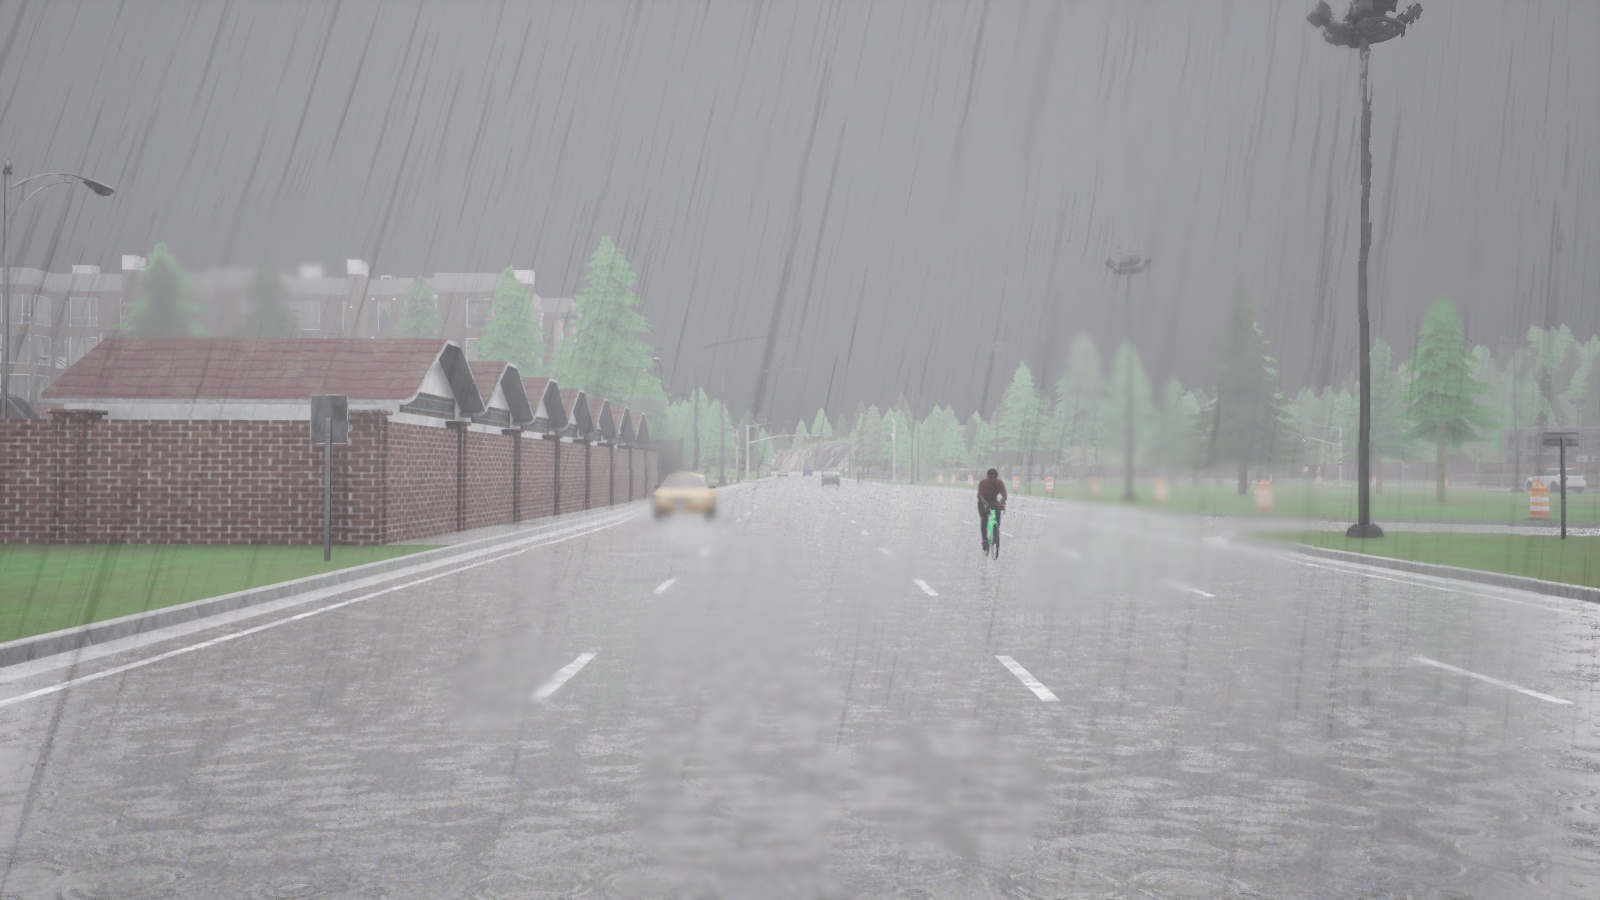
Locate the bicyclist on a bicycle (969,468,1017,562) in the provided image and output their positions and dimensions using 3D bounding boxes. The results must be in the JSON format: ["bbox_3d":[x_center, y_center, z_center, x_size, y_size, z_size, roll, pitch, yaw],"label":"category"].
[{"bbox_3d":[3.446,1.131,22.509,0.582,1.620,1.656,0,-1,0],"label":"bicyclist on a bicycle"}]

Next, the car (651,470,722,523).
[{"bbox_3d":[-3.595,1.447,40.562,1.801,1.575,5.366,0,-1,0],"label":"car"}]
